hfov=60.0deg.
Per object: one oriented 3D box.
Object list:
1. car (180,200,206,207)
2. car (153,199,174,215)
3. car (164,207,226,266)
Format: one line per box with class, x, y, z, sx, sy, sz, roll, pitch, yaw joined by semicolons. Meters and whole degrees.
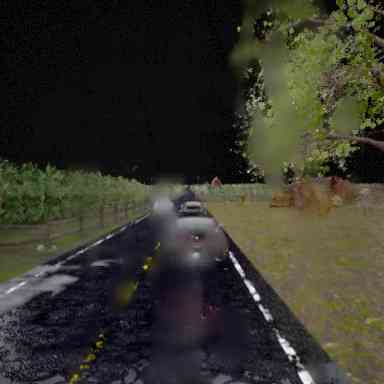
car;0.096;1.458;27.293;1.837;1.490;4.892;0;0;0
car;-2.841;1.464;33.657;1.812;1.442;4.674;0;0;0
car;0.093;1.488;11.404;1.837;1.490;4.892;0;0;0
